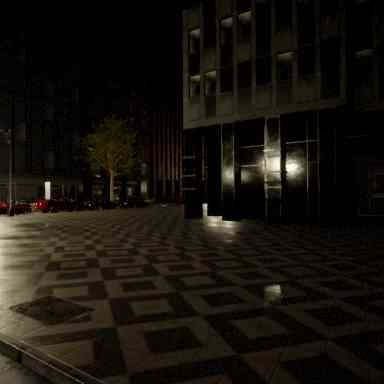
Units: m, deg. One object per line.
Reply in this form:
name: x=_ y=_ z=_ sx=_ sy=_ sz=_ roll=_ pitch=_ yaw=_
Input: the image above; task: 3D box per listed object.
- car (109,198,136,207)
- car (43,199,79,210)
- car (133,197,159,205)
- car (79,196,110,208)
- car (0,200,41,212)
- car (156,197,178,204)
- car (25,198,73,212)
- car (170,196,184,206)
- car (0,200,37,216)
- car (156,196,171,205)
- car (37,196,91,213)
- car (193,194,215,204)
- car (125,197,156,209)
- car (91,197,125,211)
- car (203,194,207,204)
car: x=-11.165 y=1.615 z=53.965 sx=1.802 sy=1.307 sz=4.206 roll=-1 pitch=0 yaw=35
car: x=-17.585 y=1.643 z=44.691 sx=1.802 sy=1.307 sz=4.206 roll=-1 pitch=0 yaw=35
car: x=-8.052 y=1.546 z=58.461 sx=1.752 sy=1.417 sz=4.829 roll=-1 pitch=0 yaw=35
car: x=-14.377 y=1.486 z=49.328 sx=1.967 sy=1.590 sz=4.097 roll=-1 pitch=0 yaw=35
car: x=-20.795 y=1.644 z=40.055 sx=1.947 sy=1.339 sz=4.313 roll=-1 pitch=0 yaw=35
car: x=-4.745 y=1.576 z=63.238 sx=1.947 sy=1.339 sz=4.313 roll=-1 pitch=0 yaw=35
car: x=-17.244 y=1.516 z=40.345 sx=1.882 sy=1.535 sz=5.008 roll=-1 pitch=0 yaw=35
car: x=-0.951 y=1.464 z=53.744 sx=1.887 sy=1.381 sz=4.507 roll=-1 pitch=0 yaw=35
car: x=-16.998 y=1.577 z=30.563 sx=1.802 sy=1.307 sz=4.206 roll=-1 pitch=0 yaw=35
car: x=-4.430 y=1.461 z=58.709 sx=1.882 sy=1.535 sz=5.008 roll=-1 pitch=-1 yaw=35
car: x=-13.790 y=1.292 z=35.201 sx=2.192 sy=1.841 sz=5.009 roll=-1 pitch=0 yaw=35
car: x=2.339 y=1.285 z=63.028 sx=2.097 sy=1.767 sz=4.553 roll=-1 pitch=0 yaw=35
car: x=-7.370 y=1.510 z=44.471 sx=1.947 sy=1.339 sz=4.313 roll=-1 pitch=0 yaw=35
car: x=-10.579 y=1.526 z=39.836 sx=1.947 sy=1.339 sz=4.313 roll=-1 pitch=0 yaw=35
car: x=2.258 y=1.224 z=58.381 sx=2.192 sy=1.841 sz=5.009 roll=-1 pitch=0 yaw=35
